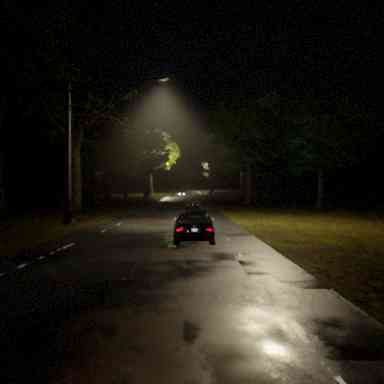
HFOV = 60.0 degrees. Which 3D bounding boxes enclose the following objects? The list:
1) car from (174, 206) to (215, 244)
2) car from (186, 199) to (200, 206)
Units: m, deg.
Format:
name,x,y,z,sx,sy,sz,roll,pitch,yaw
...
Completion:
name,x,y,z,sx,sy,sz,roll,pitch,yaw
car,0.103,1.601,15.994,2.033,1.411,5.357,0,0,0
car,0.105,1.546,42.652,2.033,1.411,5.357,0,1,0
